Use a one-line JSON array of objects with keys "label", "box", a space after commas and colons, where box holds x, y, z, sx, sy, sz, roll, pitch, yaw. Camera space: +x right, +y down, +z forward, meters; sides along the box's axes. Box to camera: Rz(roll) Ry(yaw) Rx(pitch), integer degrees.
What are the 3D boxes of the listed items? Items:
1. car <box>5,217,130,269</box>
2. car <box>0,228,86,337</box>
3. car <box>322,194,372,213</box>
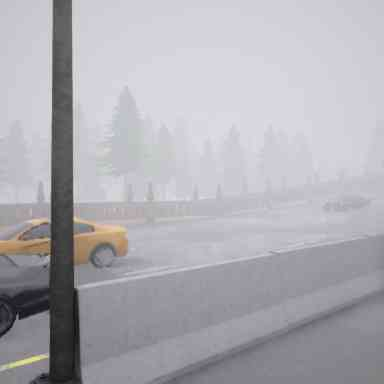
[{"label": "car", "box": [-4.276, 1.478, 9.558, 5.008, 1.535, 1.882, 0, 0, -38]}, {"label": "car", "box": [-4.602, 1.548, 4.889, 5.357, 1.411, 2.033, 0, 0, -38]}, {"label": "car", "box": [12.412, 0.914, 26.669, 4.718, 1.301, 1.895, -6, 3, -37]}]
